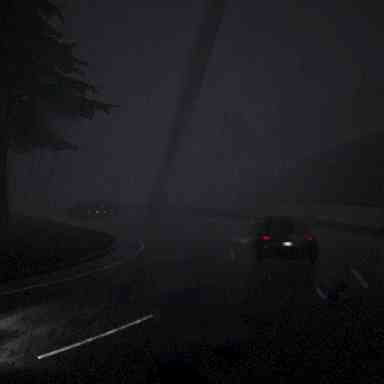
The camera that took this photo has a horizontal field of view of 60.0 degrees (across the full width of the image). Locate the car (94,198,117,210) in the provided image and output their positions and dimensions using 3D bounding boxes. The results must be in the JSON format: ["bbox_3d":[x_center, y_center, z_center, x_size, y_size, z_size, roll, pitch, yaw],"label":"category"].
[{"bbox_3d":[-11.361,1.516,43.471,1.837,1.490,4.892,0,0,-29],"label":"car"}]

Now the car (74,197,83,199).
[{"bbox_3d":[-22.239,1.616,65.006,1.895,1.301,4.718,0,0,-26],"label":"car"}]

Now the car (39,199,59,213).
[{"bbox_3d":[-16.299,1.556,38.004,2.033,1.411,5.357,0,0,-30],"label":"car"}]

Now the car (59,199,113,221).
[{"bbox_3d":[-8.722,1.553,27.108,2.033,1.411,5.357,0,0,-39],"label":"car"}]

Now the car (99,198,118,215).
[{"bbox_3d":[-8.862,1.534,32.972,1.812,1.442,4.674,0,0,-36],"label":"car"}]

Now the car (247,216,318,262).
[{"bbox_3d":[3.165,1.568,12.172,1.994,1.385,4.181,0,0,6],"label":"car"}]
